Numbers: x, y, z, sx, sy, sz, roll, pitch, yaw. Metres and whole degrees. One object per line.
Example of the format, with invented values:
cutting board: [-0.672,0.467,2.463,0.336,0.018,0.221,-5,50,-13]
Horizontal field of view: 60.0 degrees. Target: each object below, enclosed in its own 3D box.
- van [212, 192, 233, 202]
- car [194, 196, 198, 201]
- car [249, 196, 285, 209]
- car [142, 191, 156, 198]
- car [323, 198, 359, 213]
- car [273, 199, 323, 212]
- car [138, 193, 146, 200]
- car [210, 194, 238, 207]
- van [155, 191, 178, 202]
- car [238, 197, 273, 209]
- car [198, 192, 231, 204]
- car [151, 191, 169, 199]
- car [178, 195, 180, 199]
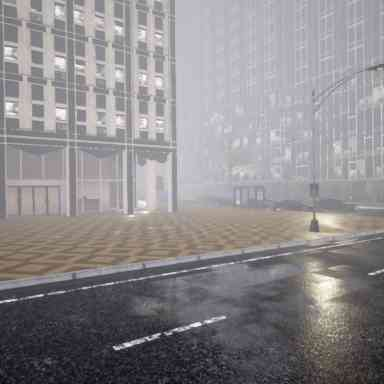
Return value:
van: [5.377,0.854,59.175,1.690,1.788,3.998,0,1,-35]
car: [2.157,1.042,63.861,1.802,1.307,4.206,0,1,-35]
car: [9.615,1.316,42.785,1.994,1.385,4.181,-1,1,-35]
car: [-10.728,0.685,82.590,1.967,1.590,4.097,0,1,-35]
car: [15.009,1.364,34.946,1.812,1.442,4.674,-1,1,-34]
car: [11.251,1.423,35.626,1.947,1.339,4.313,0,1,-35]
car: [-11.190,1.039,68.478,2.008,1.369,4.403,0,1,-35]
car: [4.871,1.319,45.036,1.947,1.339,4.313,0,1,-35]
van: [-4.748,0.936,59.110,1.690,1.788,3.998,0,1,-35]
car: [8.044,1.387,40.321,1.802,1.307,4.206,0,1,-35]
car: [3.728,1.204,51.362,2.033,1.411,5.357,-1,1,-34]
car: [-7.507,0.614,77.906,2.192,1.841,5.009,0,1,-35]
car: [-4.286,0.935,73.227,1.802,1.307,4.206,0,1,-35]
